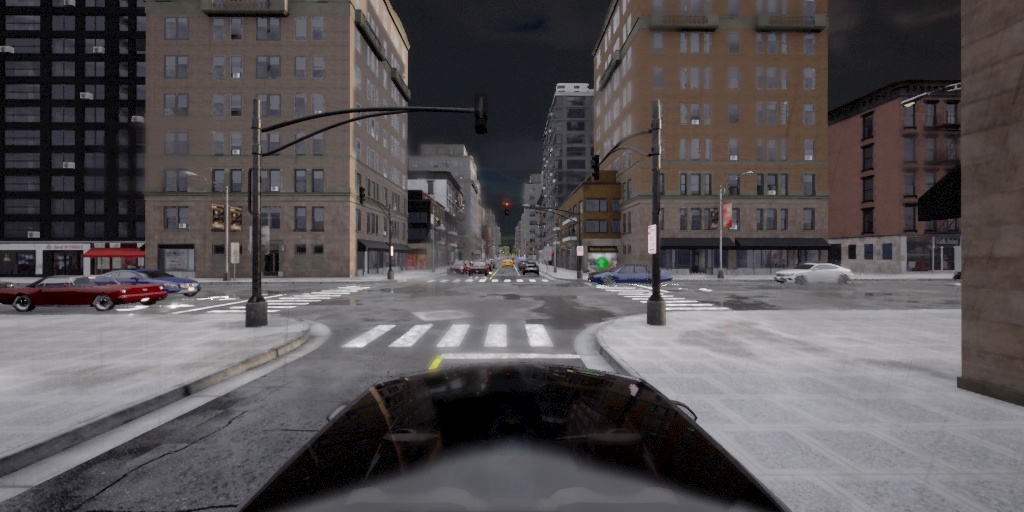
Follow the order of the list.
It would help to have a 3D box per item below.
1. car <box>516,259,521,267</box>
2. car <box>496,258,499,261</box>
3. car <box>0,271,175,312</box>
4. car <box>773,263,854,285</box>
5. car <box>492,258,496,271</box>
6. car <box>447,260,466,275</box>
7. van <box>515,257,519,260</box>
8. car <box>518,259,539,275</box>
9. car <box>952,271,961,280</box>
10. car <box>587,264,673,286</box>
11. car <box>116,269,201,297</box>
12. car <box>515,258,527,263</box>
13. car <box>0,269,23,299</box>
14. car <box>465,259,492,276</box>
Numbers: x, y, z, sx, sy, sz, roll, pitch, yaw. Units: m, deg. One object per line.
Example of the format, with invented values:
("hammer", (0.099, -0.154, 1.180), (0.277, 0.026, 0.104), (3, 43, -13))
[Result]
("car", (1.947, 1.391, 50.743), (1.802, 1.307, 4.207), (0, 0, 0))
("car", (-3.579, 1.425, 57.988), (1.895, 1.301, 4.718), (0, 0, 0))
("car", (-16.565, 1.401, 14.018), (4.718, 1.301, 1.895), (0, 0, -1))
("car", (20.485, 1.196, 24.419), (4.674, 1.442, 1.812), (0, 0, -1))
("car", (-3.515, 1.307, 47.451), (1.837, 1.490, 4.892), (0, 0, 0))
("car", (-6.001, 1.229, 39.664), (1.967, 1.591, 4.097), (0, 0, 0))
("van", (1.869, 1.173, 61.763), (1.690, 1.789, 3.998), (0, 0, 0))
("car", (2.024, 1.355, 39.720), (1.948, 1.339, 4.313), (0, 0, 0))
("car", (33.789, 1.160, 24.574), (5.357, 1.411, 2.033), (0, 0, -1))
("car", (7.923, 1.270, 24.268), (5.357, 1.411, 2.033), (0, 0, -1))
("car", (-17.737, 1.337, 17.247), (4.674, 1.442, 1.812), (0, 0, 1))
("car", (1.908, 1.386, 56.253), (1.948, 1.339, 4.313), (0, 0, 0))
("car", (-27.462, 1.396, 17.133), (5.357, 1.411, 2.033), (0, 0, -1))
("car", (-3.451, 1.265, 37.858), (1.882, 1.535, 5.008), (0, 0, 0))
